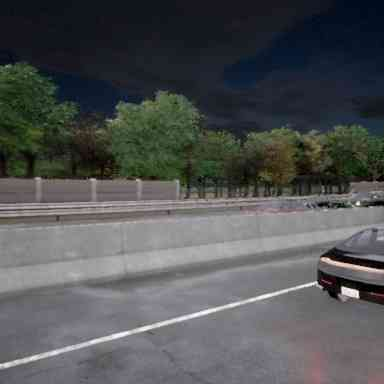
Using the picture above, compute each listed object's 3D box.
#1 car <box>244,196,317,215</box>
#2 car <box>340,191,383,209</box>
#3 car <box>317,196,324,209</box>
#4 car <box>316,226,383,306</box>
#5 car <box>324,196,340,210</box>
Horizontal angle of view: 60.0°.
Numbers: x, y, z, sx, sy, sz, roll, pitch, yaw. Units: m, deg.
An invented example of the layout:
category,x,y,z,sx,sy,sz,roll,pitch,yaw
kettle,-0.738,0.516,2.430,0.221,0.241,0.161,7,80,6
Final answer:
category,x,y,z,sx,sy,sz,roll,pitch,yaw
car,5.256,1.267,20.475,4.553,1.767,2.097,-1,0,-35
car,17.572,0.954,33.125,5.566,2.045,2.150,-1,1,-34
car,14.510,1.219,38.637,4.902,1.511,2.128,-1,1,-37
car,4.652,1.470,7.013,4.902,1.511,2.128,0,0,-35
car,17.230,1.309,37.003,4.718,1.301,1.895,-1,1,-34
